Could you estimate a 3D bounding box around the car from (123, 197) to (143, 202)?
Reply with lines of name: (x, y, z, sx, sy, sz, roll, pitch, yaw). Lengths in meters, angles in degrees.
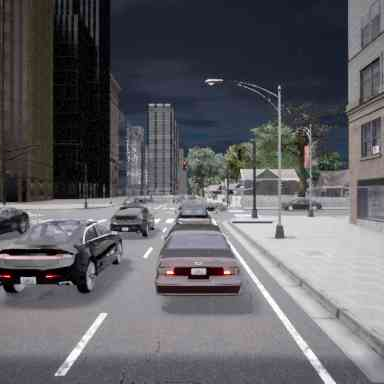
car: (-9.806, 1.487, 53.781, 2.128, 1.511, 4.902, 0, 0, 1)

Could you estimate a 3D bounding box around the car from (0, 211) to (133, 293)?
car: (-3.148, 1.492, 8.839, 2.128, 1.511, 4.902, 0, 0, 0)

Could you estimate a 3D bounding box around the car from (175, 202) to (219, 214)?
car: (0.105, 1.491, 17.821, 2.128, 1.511, 4.902, 0, 0, 0)

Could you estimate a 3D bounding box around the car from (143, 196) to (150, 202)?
car: (-9.769, 1.596, 63.100, 1.895, 1.301, 4.718, 0, 0, 1)

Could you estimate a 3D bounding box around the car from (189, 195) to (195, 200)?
car: (0.035, 1.527, 94.348, 1.812, 1.442, 4.674, 0, 0, 0)

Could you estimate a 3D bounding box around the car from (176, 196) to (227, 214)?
car: (1.163, 1.472, 34.111, 4.902, 1.511, 2.128, 0, -1, 0)

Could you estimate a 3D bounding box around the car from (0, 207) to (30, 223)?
car: (-9.794, 1.491, 16.264, 2.128, 1.511, 4.902, 0, 0, 0)

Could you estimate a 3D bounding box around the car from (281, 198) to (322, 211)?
car: (13.298, 1.555, 40.720, 4.892, 1.490, 1.837, 0, -1, 0)

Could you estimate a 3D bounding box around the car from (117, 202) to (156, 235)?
car: (-3.143, 1.504, 18.099, 1.837, 1.490, 4.892, 0, 0, 0)

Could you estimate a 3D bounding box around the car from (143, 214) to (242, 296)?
car: (0.094, 1.545, 8.768, 2.033, 1.411, 5.357, 0, 0, -1)

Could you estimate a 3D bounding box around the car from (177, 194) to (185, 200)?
car: (-3.215, 1.357, 93.903, 2.097, 1.767, 4.553, 0, 0, 0)

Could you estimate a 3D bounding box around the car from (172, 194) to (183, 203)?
car: (-3.124, 1.520, 68.512, 1.812, 1.442, 4.674, 0, 0, 0)

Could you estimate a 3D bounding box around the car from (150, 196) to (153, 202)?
car: (-9.723, 1.518, 73.212, 1.812, 1.442, 4.674, 0, 0, 0)
